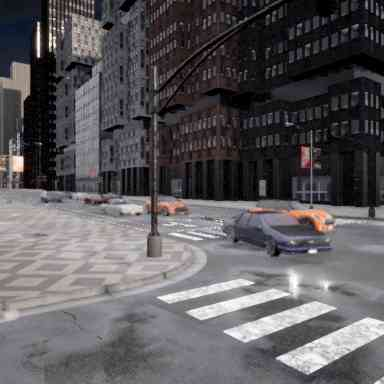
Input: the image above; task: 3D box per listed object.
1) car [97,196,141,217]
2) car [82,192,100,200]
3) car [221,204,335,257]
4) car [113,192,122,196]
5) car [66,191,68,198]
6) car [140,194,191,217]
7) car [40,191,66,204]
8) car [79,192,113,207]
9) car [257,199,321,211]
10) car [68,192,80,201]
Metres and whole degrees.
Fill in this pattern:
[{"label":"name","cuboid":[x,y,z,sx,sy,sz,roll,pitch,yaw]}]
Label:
[{"label":"car","cuboid":[-5.756,1.271,27.010,1.895,1.301,4.718,0,1,-36]},{"label":"car","cuboid":[-19.062,0.715,62.506,1.895,1.301,4.718,0,1,-36]},{"label":"car","cuboid":[2.946,1.452,12.989,2.033,1.411,5.357,0,1,-19]},{"label":"car","cuboid":[-12.991,0.766,54.077,2.128,1.511,4.902,0,1,-36]},{"label":"car","cuboid":[-25.076,0.573,65.294,2.033,1.411,5.357,0,1,-36]},{"label":"car","cuboid":[-2.060,1.043,27.440,2.097,1.767,4.553,0,1,-36]},{"label":"car","cuboid":[-19.669,0.673,46.403,2.097,1.767,4.553,0,1,-35]},{"label":"car","cuboid":[-11.885,0.928,41.097,1.882,1.535,5.008,0,1,-36]},{"label":"car","cuboid":[5.400,1.206,18.428,4.553,1.767,2.097,1,1,43]},{"label":"car","cuboid":[-19.268,0.708,57.234,1.812,1.442,4.674,0,1,-35]}]
